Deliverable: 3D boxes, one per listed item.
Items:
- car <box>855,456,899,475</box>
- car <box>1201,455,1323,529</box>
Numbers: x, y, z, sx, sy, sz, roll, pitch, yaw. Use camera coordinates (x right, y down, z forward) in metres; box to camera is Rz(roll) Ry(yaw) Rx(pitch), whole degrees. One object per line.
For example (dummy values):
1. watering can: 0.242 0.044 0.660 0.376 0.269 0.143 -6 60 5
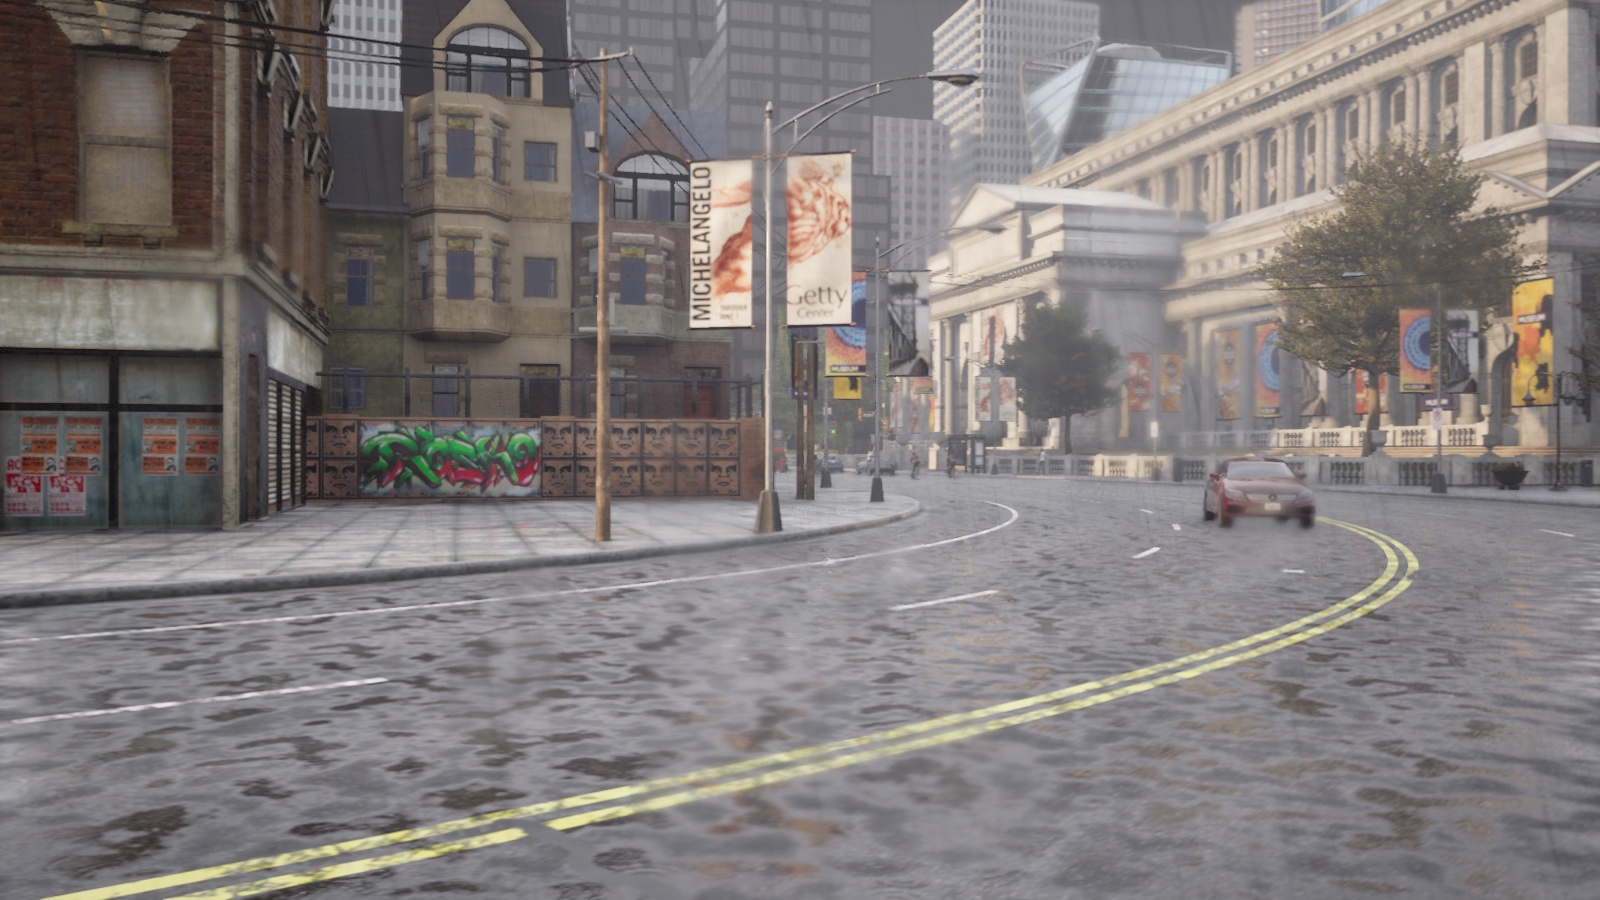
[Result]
1. car: 5.626 1.107 92.606 1.994 1.385 4.181 0 0 -15
2. car: 9.858 0.835 27.125 1.812 1.442 4.674 0 0 12
